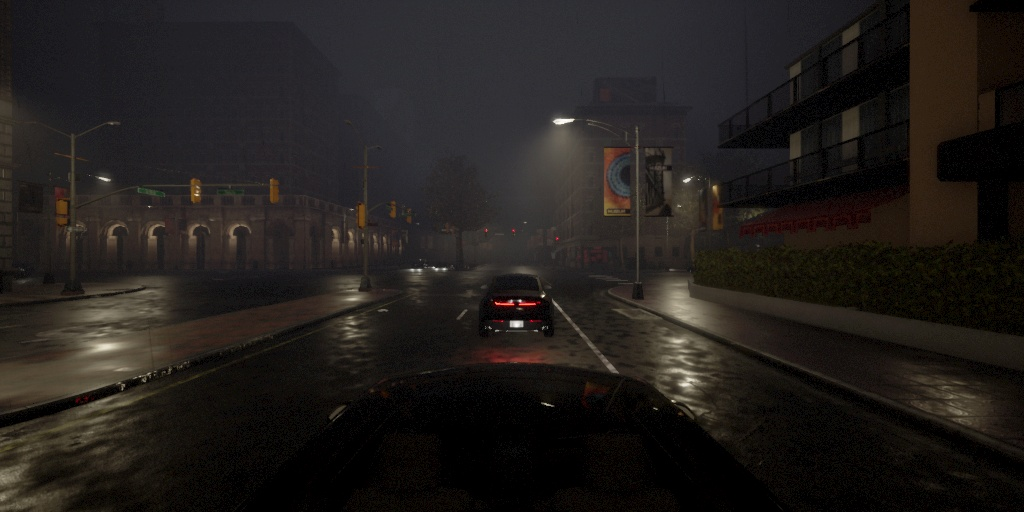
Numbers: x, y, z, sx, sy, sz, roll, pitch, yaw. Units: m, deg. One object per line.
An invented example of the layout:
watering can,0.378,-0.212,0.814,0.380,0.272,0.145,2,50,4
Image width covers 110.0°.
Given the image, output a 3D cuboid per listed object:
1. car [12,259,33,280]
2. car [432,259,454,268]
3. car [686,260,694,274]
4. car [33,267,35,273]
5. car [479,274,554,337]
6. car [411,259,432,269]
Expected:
car,-42.513,1.104,28.928,4.553,1.767,2.097,0,0,0
car,-11.302,1.314,58.747,1.994,1.385,4.181,0,0,0
car,21.899,1.351,39.579,4.718,1.301,1.895,0,0,0
car,-47.038,0.974,32.458,5.566,2.045,2.150,0,0,0
car,0.117,1.255,10.339,1.837,1.490,4.892,0,0,0
car,-14.808,1.241,57.978,2.128,1.511,4.902,0,0,0
